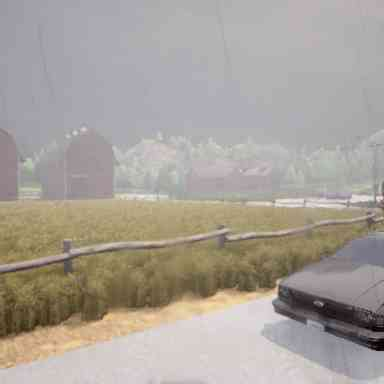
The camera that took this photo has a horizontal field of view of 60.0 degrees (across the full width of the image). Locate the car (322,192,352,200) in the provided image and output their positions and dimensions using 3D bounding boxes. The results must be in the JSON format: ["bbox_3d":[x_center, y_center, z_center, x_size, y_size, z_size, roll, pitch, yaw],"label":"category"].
[{"bbox_3d":[28.918,0.785,65.460,2.242,1.667,4.611,-1,1,-36],"label":"car"}]

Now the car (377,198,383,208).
[{"bbox_3d":[18.996,0.881,28.598,2.150,2.045,5.566,-1,1,-26],"label":"car"}]

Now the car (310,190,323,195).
[{"bbox_3d":[32.452,0.448,84.421,1.932,1.855,4.605,-1,1,-36],"label":"car"}]

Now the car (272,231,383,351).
[{"bbox_3d":[3.933,1.494,6.277,5.357,1.411,2.033,-1,0,-35],"label":"car"}]
